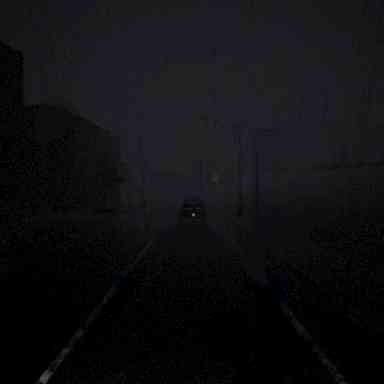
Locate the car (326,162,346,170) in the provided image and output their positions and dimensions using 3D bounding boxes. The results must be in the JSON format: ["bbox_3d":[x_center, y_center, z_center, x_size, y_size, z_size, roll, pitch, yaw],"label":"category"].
[{"bbox_3d":[23.533,-3.955,51.915,2.163,1.488,4.792,0,2,-6],"label":"car"}]

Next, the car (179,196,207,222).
[{"bbox_3d":[0.100,1.287,24.358,2.128,1.511,4.902,0,0,0],"label":"car"}]

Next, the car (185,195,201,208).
[{"bbox_3d":[0.100,1.184,41.209,1.812,1.442,4.674,0,1,0],"label":"car"}]

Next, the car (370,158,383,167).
[{"bbox_3d":[25.041,-3.696,41.082,2.231,1.521,4.892,0,2,-9],"label":"car"}]

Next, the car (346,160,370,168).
[{"bbox_3d":[24.235,-3.800,46.442,2.002,1.452,4.674,0,2,-7],"label":"car"}]

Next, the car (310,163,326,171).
[{"bbox_3d":[22.913,-4.261,57.603,2.185,1.767,4.553,0,2,-5],"label":"car"}]

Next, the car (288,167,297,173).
[{"bbox_3d":[22.092,-4.387,68.645,2.002,1.452,4.674,0,1,-2],"label":"car"}]

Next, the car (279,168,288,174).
[{"bbox_3d":[21.858,-4.568,74.186,2.231,1.521,4.892,0,1,-1],"label":"car"}]

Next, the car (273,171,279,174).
[{"bbox_3d":[21.730,-4.691,79.703,2.231,1.521,4.892,0,1,-1],"label":"car"}]

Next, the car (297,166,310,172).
[{"bbox_3d":[22.444,-4.281,63.109,2.097,1.535,5.008,0,2,-4],"label":"car"}]

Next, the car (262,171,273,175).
[{"bbox_3d":[21.491,-5.036,90.637,2.185,1.767,4.553,0,1,-1],"label":"car"}]
